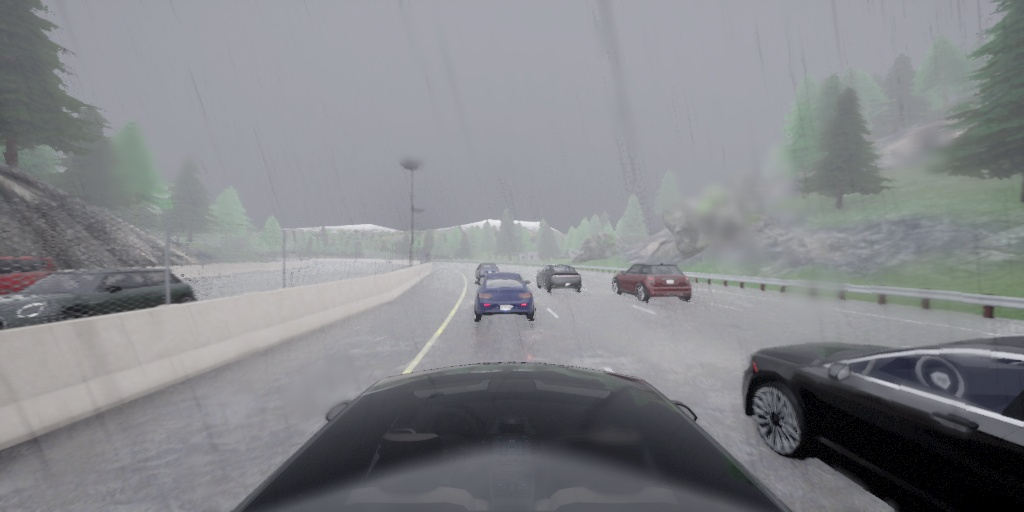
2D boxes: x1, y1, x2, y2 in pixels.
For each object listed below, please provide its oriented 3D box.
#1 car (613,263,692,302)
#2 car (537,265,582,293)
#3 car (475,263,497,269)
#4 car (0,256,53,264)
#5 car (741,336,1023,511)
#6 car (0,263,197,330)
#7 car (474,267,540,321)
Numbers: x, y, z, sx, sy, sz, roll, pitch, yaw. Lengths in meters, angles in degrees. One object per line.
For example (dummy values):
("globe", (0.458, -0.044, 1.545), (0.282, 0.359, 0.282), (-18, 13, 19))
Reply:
("car", (6.404, 1.090, 16.932), (2.097, 1.767, 4.553), (0, 0, -4))
("car", (2.587, 1.238, 20.527), (2.128, 1.511, 4.902), (0, 0, -5))
("car", (-2.091, 1.304, 30.382), (2.033, 1.411, 5.357), (0, 0, -8))
("car", (-17.922, 1.010, 11.231), (2.150, 2.045, 5.566), (0, 0, -3))
("car", (3.525, 1.234, 2.109), (2.128, 1.511, 4.902), (0, 0, 0))
("car", (-10.843, 1.125, 9.247), (2.097, 1.767, 4.553), (0, 0, -3))
("car", (-0.310, 1.277, 12.340), (1.812, 1.442, 4.674), (0, 0, -3))
